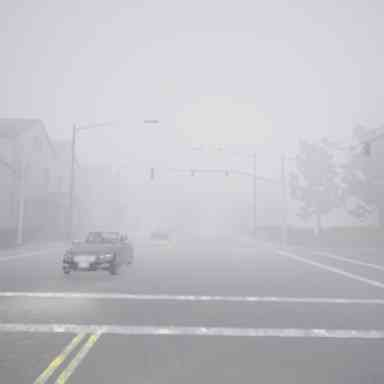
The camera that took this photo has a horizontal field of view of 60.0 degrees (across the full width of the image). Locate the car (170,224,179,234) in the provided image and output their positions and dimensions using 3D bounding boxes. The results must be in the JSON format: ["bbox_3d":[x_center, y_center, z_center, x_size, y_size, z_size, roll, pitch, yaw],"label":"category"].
[{"bbox_3d":[-3.488,6.683,61.561,2.097,1.767,4.553,1,-5,0],"label":"car"}]

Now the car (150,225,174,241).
[{"bbox_3d":[-3.491,4.746,37.529,1.994,1.385,4.181,1,-5,0],"label":"car"}]

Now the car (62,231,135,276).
[{"bbox_3d":[-3.488,2.309,13.169,2.128,1.511,4.902,1,-5,0],"label":"car"}]
